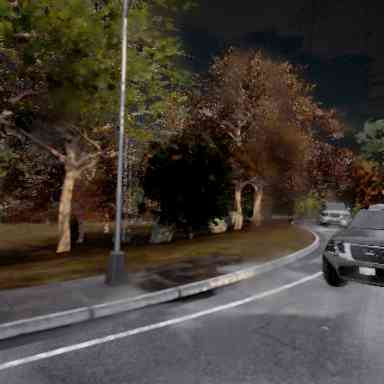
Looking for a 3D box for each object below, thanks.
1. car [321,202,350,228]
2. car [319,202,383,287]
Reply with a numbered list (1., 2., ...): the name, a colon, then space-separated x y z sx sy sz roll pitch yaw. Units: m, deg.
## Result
1. car: 12.534 1.936 29.340 2.150 2.045 5.566 0 -2 22
2. car: 5.460 1.346 8.897 2.150 2.045 5.566 1 -1 42
